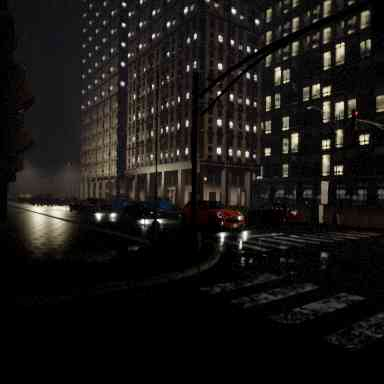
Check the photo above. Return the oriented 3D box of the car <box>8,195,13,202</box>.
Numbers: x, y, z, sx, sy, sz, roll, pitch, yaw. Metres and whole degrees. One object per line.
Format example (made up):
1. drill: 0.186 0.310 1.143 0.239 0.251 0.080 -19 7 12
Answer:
1. car: -37.027 1.397 69.766 1.947 1.339 4.313 1 -1 -35

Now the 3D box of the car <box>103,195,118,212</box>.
1. car: -10.354 1.401 36.716 1.882 1.535 5.008 1 -1 -36

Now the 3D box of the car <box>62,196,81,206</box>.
1. car: -20.468 1.465 56.288 1.837 1.490 4.892 1 -1 -35

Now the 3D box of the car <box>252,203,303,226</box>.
1. car: 5.799 1.505 23.973 1.967 1.590 4.097 1 -1 -35

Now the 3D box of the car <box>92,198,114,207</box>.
1. car: -13.837 1.586 51.598 1.947 1.339 4.313 1 -1 -35

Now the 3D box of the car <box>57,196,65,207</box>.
1. car: -18.753 1.401 48.675 2.128 1.511 4.902 1 -1 -35

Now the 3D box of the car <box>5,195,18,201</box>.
1. car: -40.298 1.378 74.370 2.008 1.369 4.403 1 -1 -35

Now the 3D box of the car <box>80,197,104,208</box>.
1. car: -14.449 1.497 47.904 1.812 1.442 4.674 1 -1 -35

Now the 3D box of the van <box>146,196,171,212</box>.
1. van: -4.016 1.382 37.787 1.690 1.788 3.998 1 -1 -35

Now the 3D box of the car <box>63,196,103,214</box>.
1. car: -10.850 1.427 32.932 2.008 1.369 4.403 1 -1 -35

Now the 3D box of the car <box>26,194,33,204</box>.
1. car: -23.939 1.432 51.348 1.802 1.307 4.206 1 -1 -35

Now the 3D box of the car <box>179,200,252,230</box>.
1. car: 1.144 1.303 20.531 2.097 1.767 4.553 1 -1 -35

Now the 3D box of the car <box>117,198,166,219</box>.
1. car: -4.348 1.501 28.259 1.994 1.385 4.181 1 -1 -35

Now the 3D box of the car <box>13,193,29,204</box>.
1. car: -30.479 1.155 60.560 2.192 1.841 5.009 1 -1 -35

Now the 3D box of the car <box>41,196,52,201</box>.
1. car: -36.742 1.570 83.828 1.802 1.307 4.206 1 -1 -35

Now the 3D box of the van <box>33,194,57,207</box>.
1. van: -20.662 1.197 46.747 1.690 1.788 3.998 1 -1 -35

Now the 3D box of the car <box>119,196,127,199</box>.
1. car: -7.292 1.584 42.389 2.008 1.369 4.403 1 -1 -35

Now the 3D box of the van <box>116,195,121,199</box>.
1. van: -10.560 1.368 46.996 1.690 1.788 3.998 1 -1 -35
